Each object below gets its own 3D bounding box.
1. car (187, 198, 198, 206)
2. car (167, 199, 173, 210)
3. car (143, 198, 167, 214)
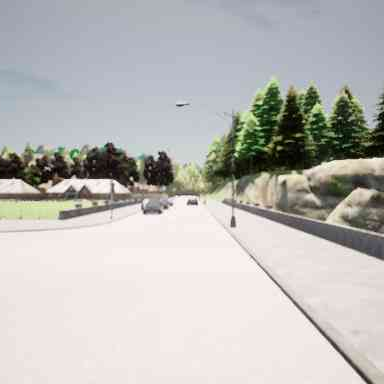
[{"bbox_3d":[0.092,1.703,58.449,1.994,1.385,4.181,0,0,0],"label":"car"},{"bbox_3d":[-4.100,1.656,45.636,2.033,1.411,5.357,0,0,0],"label":"car"},{"bbox_3d":[-4.105,1.611,35.928,1.812,1.442,4.674,0,0,0],"label":"car"}]
